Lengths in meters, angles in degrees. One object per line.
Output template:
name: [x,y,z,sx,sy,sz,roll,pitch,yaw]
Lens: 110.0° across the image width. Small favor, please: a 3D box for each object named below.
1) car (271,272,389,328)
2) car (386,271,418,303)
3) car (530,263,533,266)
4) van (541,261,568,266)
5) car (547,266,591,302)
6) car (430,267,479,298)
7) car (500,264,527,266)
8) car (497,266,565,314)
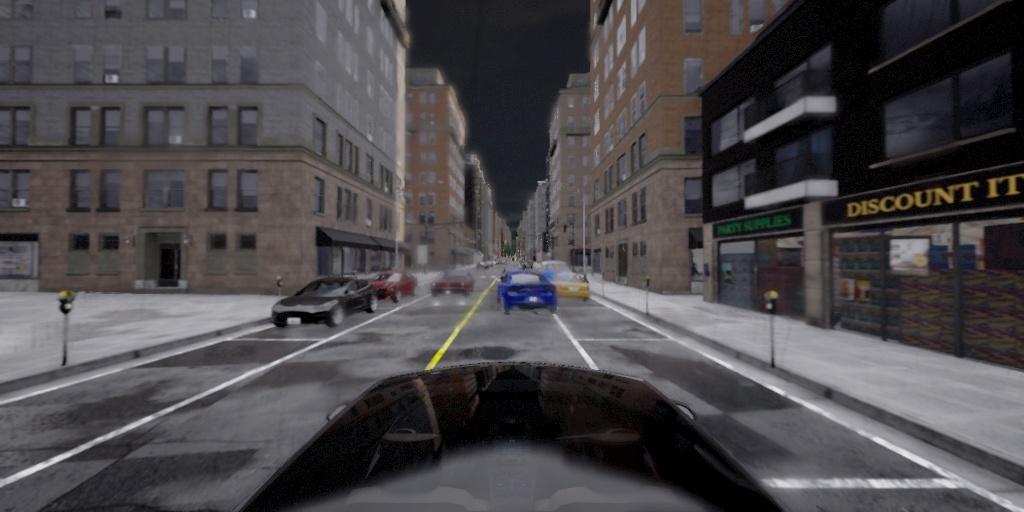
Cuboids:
car: [-5.862,1.389,11.814,1.948,1.339,4.313,0,0,0]
car: [-5.865,1.409,17.486,1.888,1.381,4.507,0,0,0]
car: [2.656,1.470,29.004,1.751,1.417,4.829,0,0,0]
van: [2.659,1.245,23.161,1.690,1.789,3.998,0,0,0]
car: [2.661,1.389,17.658,1.751,1.417,4.829,0,0,0]
car: [-3.104,1.480,19.634,1.895,1.301,4.718,0,0,0]
car: [0.077,1.559,30.817,1.895,1.301,4.718,0,0,0]
car: [0.470,1.319,14.300,1.882,1.535,5.008,0,-1,-6]
